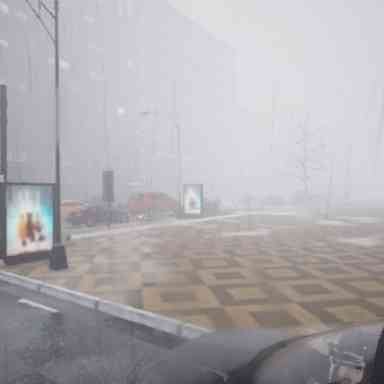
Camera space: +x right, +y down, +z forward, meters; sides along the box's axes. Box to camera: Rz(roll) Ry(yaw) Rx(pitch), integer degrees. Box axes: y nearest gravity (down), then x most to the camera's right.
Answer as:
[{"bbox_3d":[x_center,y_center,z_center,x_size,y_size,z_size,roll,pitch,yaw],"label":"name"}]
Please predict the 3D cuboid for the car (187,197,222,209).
[{"bbox_3d":[1.588,1.344,40.467,1.895,1.301,4.718,-1,0,36],"label":"car"}]

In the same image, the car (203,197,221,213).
[{"bbox_3d":[0.753,1.172,29.443,1.967,1.590,4.097,0,0,36],"label":"car"}]

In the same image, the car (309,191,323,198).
[{"bbox_3d":[32.872,0.697,88.080,2.192,1.841,5.009,-1,0,36],"label":"car"}]

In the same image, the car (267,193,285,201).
[{"bbox_3d":[16.662,1.010,65.697,1.967,1.590,4.097,-1,0,36],"label":"car"}]

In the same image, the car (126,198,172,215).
[{"bbox_3d":[-4.122,1.343,32.586,1.812,1.442,4.674,-1,0,36],"label":"car"}]

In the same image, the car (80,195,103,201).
[{"bbox_3d":[-9.276,1.209,29.883,2.192,1.841,5.009,0,0,36],"label":"car"}]

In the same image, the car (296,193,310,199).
[{"bbox_3d":[26.390,1.021,79.128,1.947,1.339,4.313,-1,0,36],"label":"car"}]

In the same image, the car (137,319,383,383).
[{"bbox_3d":[1.496,1.551,1.980,4.403,1.369,2.008,0,-1,36],"label":"car"}]

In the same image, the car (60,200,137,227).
[{"bbox_3d":[-5.730,1.399,20.490,1.802,1.307,4.206,0,0,36],"label":"car"}]

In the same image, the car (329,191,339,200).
[{"bbox_3d":[26.689,0.726,65.257,2.192,1.841,5.009,-1,0,36],"label":"car"}]

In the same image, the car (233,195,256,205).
[{"bbox_3d":[7.761,1.157,48.905,2.128,1.511,4.902,-1,0,37],"label":"car"}]

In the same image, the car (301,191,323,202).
[{"bbox_3d":[20.207,1.034,56.304,1.887,1.381,4.507,-1,0,36],"label":"car"}]

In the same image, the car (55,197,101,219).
[{"bbox_3d":[-9.689,1.368,24.892,1.882,1.535,5.008,-1,0,37],"label":"car"}]

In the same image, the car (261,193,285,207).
[{"bbox_3d":[10.479,1.048,42.874,1.967,1.590,4.097,-1,0,36],"label":"car"}]

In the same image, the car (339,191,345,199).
[{"bbox_3d":[29.933,0.924,69.734,2.008,1.369,4.403,-1,0,36],"label":"car"}]

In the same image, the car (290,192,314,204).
[{"bbox_3d":[16.965,1.079,51.827,2.008,1.369,4.403,-1,0,36],"label":"car"}]

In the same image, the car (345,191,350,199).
[{"bbox_3d":[33.176,0.917,74.211,1.802,1.307,4.206,-1,0,36],"label":"car"}]

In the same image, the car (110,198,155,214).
[{"bbox_3d":[-6.032,1.396,34.361,1.887,1.381,4.507,0,0,36],"label":"car"}]

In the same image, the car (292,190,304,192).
[{"bbox_3d":[19.494,0.731,59.785,2.150,2.045,5.566,-1,0,38],"label":"car"}]

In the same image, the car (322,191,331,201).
[{"bbox_3d":[23.449,1.032,60.781,1.802,1.307,4.206,-1,0,36],"label":"car"}]

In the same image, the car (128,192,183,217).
[{"bbox_3d":[-3.116,1.014,28.581,2.150,2.045,5.566,-1,0,36],"label":"car"}]
